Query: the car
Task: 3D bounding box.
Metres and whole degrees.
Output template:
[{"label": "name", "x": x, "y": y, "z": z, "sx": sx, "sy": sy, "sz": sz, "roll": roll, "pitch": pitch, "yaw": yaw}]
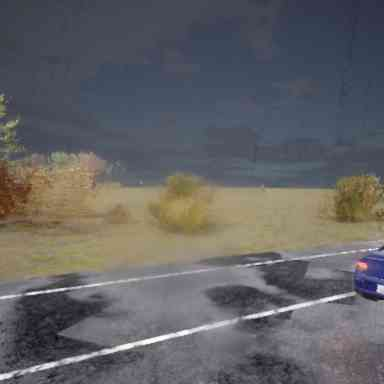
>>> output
[{"label": "car", "x": 5.335, "y": 1.561, "z": 7.013, "sx": 4.674, "sy": 1.442, "sz": 1.812, "roll": 0, "pitch": 0, "yaw": -32}]
